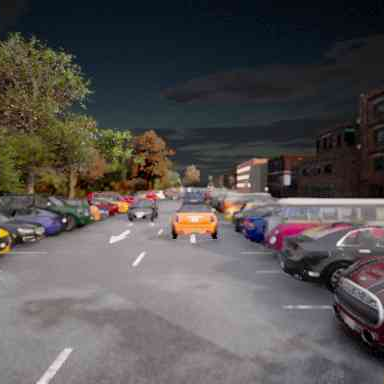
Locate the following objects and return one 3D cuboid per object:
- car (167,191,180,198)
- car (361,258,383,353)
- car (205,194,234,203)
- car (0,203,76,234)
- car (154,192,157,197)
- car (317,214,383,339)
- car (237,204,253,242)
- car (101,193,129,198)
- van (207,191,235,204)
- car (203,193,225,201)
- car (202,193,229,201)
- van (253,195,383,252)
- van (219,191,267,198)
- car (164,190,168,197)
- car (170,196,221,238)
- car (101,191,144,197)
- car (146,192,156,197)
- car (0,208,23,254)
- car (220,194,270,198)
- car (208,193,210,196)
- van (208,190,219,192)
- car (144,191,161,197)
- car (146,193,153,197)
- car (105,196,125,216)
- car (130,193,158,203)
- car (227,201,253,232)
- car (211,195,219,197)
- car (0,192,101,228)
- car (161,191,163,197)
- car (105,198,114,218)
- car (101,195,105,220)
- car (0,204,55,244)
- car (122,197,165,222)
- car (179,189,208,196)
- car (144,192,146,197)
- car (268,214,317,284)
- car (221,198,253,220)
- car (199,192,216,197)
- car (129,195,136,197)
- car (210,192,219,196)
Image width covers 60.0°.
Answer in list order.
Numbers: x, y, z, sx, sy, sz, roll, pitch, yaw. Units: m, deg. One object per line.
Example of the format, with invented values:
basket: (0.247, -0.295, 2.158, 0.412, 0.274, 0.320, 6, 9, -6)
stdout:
car: (-3.364, 1.075, 66.450, 2.128, 1.511, 4.902, 0, 1, 0)
car: (4.357, 1.463, 2.274, 5.366, 1.575, 1.946, 0, 0, 0)
car: (4.671, 1.116, 57.940, 4.892, 1.521, 2.231, 0, 0, 0)
car: (-8.535, 1.429, 16.189, 4.792, 1.488, 2.163, 0, 0, 0)
car: (-8.613, 1.160, 52.271, 5.366, 1.575, 1.946, 0, 0, 0)
car: (4.579, 1.327, 4.931, 4.553, 1.767, 2.185, 0, 0, 0)
car: (4.561, 1.409, 13.407, 5.008, 1.535, 2.097, 0, 0, 0)
car: (-8.444, 1.191, 30.114, 4.553, 1.767, 2.185, 0, 0, 0)
van: (4.775, 0.911, 55.031, 4.442, 1.987, 1.878, 0, 0, 0)
car: (4.680, 1.053, 71.714, 4.674, 1.452, 2.002, -1, 0, 1)
car: (4.875, 1.029, 69.072, 5.366, 1.575, 1.946, 0, 0, 0)
van: (4.444, 1.198, 10.623, 4.442, 1.987, 1.878, 0, 0, 0)
van: (4.714, 1.104, 27.259, 4.442, 1.987, 1.878, 0, 0, 0)
car: (-8.419, 0.786, 69.102, 5.566, 2.045, 2.435, 0, 0, 0)
car: (0.133, 1.263, 17.073, 2.097, 1.767, 4.553, 0, 0, 0)
car: (-8.436, 1.029, 35.685, 5.566, 2.045, 2.435, 0, 0, 0)
car: (-8.439, 1.182, 49.611, 5.008, 1.535, 2.097, 0, 0, 0)
car: (-8.525, 1.429, 10.621, 5.008, 1.535, 2.097, 0, 0, 0)
car: (4.622, 1.220, 24.540, 4.553, 1.767, 2.185, 0, 0, 0)
car: (4.622, 1.238, 41.241, 4.892, 1.521, 2.231, 0, 0, 0)
van: (4.763, 0.952, 49.589, 4.442, 1.987, 1.878, 0, 0, 0)
car: (-8.450, 0.891, 55.053, 5.566, 2.045, 2.435, 0, 0, 0)
car: (-8.410, 1.232, 46.824, 4.792, 1.488, 2.163, 0, 0, 0)
car: (-8.477, 1.334, 27.330, 5.008, 1.535, 2.097, 0, 0, 0)
car: (-8.384, 0.995, 57.963, 4.553, 1.767, 2.185, 0, 0, 0)
car: (4.577, 1.419, 18.975, 4.674, 1.452, 2.002, 0, 0, 0)
car: (4.613, 1.315, 35.674, 4.674, 1.452, 2.002, 0, 0, 0)
car: (-8.473, 1.133, 18.975, 5.566, 2.045, 2.435, 0, 0, 0)
car: (-8.434, 0.954, 63.408, 4.553, 1.767, 2.185, 0, 0, 0)
car: (-8.491, 1.391, 24.546, 4.674, 1.452, 2.002, 0, 0, 0)
car: (-8.463, 1.242, 21.760, 4.553, 1.767, 2.185, 0, 0, 0)
car: (-8.520, 1.415, 13.406, 4.892, 1.521, 2.231, 0, 0, 0)
car: (-3.547, 1.358, 25.041, 2.128, 1.511, 4.902, 0, 0, 0)
car: (0.179, 1.037, 32.833, 2.150, 2.045, 5.566, 0, 0, 1)
car: (-8.483, 1.117, 41.255, 4.553, 1.767, 2.185, 0, 0, 0)
car: (4.548, 1.439, 7.840, 4.892, 1.521, 2.231, 0, 0, 0)
car: (4.771, 1.359, 21.757, 5.366, 1.575, 1.946, 0, 0, 0)
car: (4.527, 0.674, 95.047, 4.792, 1.488, 2.163, 0, 1, 0)
car: (-8.475, 1.299, 32.899, 5.008, 1.535, 2.097, 0, 0, 0)
car: (4.653, 1.131, 38.456, 4.553, 1.767, 2.185, 0, 0, 0)
